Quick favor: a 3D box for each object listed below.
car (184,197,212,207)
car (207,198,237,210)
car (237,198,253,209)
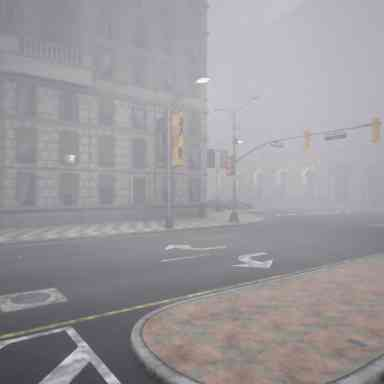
[{"bbox_3d":[0.936,1.506,52.252,1.837,1.490,4.892,0,0,-35],"label":"car"},{"bbox_3d":[3.282,1.564,42.907,1.994,1.385,4.181,0,0,-36],"label":"car"},{"bbox_3d":[6.224,1.564,44.813,1.994,1.385,4.181,0,0,-36],"label":"car"}]
